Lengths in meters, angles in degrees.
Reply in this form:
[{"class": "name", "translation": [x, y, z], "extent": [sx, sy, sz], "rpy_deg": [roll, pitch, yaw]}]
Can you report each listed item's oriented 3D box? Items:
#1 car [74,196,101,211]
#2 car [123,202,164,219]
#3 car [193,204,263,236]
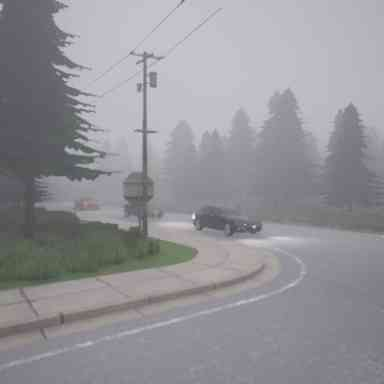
[{"class": "car", "translation": [-12.572, 1.311, 39.965], "extent": [2.097, 1.767, 4.553], "rpy_deg": [0, 0, -34]}, {"class": "car", "translation": [-4.105, 1.444, 27.496], "extent": [2.128, 1.511, 4.902], "rpy_deg": [0, 0, -34]}, {"class": "car", "translation": [1.813, 1.457, 18.275], "extent": [1.837, 1.490, 4.892], "rpy_deg": [0, 0, -30]}]
